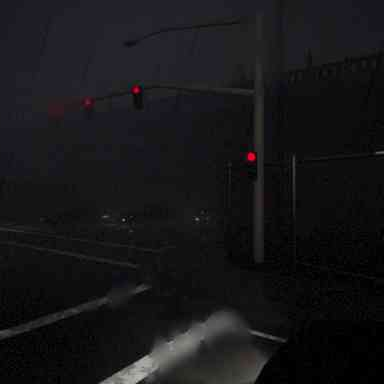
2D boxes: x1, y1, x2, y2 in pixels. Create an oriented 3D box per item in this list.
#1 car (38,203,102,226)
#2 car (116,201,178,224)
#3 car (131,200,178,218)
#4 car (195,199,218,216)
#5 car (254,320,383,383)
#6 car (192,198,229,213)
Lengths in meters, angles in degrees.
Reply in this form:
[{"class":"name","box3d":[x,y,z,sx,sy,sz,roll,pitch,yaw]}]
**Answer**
[{"class":"car","box3d":[-8.737,1.581,24.284,1.812,1.442,4.674,0,0,37]},{"class":"car","box3d":[-3.334,1.603,25.811,2.033,1.411,5.357,0,0,35]},{"class":"car","box3d":[-3.447,1.581,31.684,1.812,1.442,4.674,0,0,36]},{"class":"car","box3d":[2.501,1.603,34.021,2.033,1.411,5.357,0,0,35]},{"class":"car","box3d":[3.007,1.547,1.823,5.357,1.411,2.033,0,0,36]},{"class":"car","box3d":[2.332,1.547,39.822,2.128,1.511,4.902,0,0,35]}]
